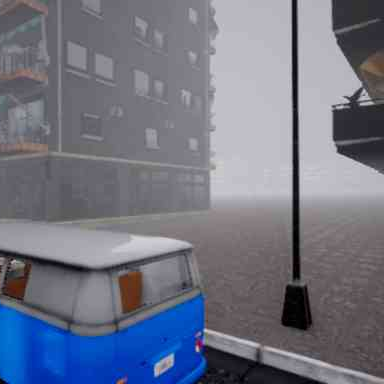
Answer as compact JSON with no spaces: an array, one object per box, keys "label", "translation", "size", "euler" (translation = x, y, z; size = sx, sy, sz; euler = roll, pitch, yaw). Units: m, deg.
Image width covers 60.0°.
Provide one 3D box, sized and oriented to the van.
[{"label":"van","translation":[-1.762,1.351,4.132],"size":[3.998,1.788,1.690],"euler":[0,0,35]}]
